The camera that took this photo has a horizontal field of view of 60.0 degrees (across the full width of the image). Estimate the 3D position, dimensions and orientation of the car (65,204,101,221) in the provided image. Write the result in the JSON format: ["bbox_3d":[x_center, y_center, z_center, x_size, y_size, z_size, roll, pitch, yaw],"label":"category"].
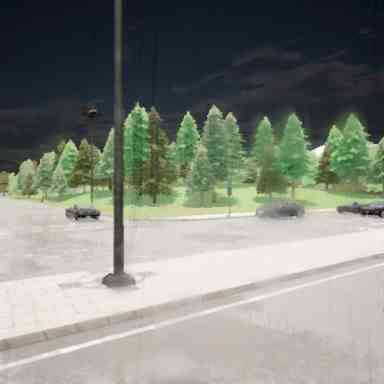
[{"bbox_3d":[-9.148,1.638,27.624,1.895,1.301,4.718,0,0,-32],"label":"car"}]

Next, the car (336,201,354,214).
[{"bbox_3d":[16.853,1.608,34.028,4.718,1.301,1.895,0,0,-34],"label":"car"}]

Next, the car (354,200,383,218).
[{"bbox_3d":[17.221,1.481,30.162,5.008,1.535,1.882,0,0,-34],"label":"car"}]

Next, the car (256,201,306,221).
[{"bbox_3d":[7.430,1.506,27.749,4.902,1.511,2.128,0,0,-34],"label":"car"}]
